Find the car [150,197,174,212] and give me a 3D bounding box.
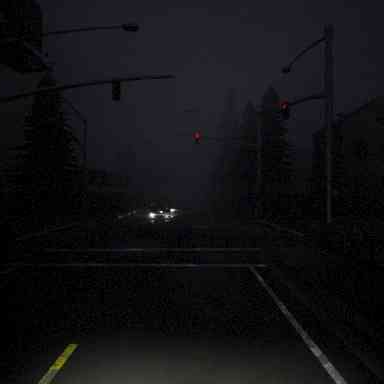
[{"bbox_3d":[-3.525,1.352,38.105,2.097,1.767,4.553,0,0,0],"label":"car"}]
